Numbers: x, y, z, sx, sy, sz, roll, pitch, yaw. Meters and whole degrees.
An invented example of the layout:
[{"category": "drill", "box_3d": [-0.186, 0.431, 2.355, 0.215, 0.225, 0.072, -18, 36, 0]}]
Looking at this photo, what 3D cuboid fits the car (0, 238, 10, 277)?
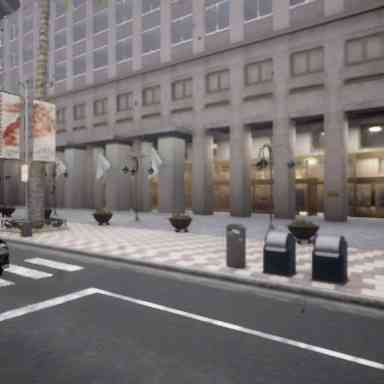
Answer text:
[{"category": "car", "box_3d": [-6.711, 1.480, 8.777, 4.902, 1.511, 2.128, 0, 0, 36]}]
